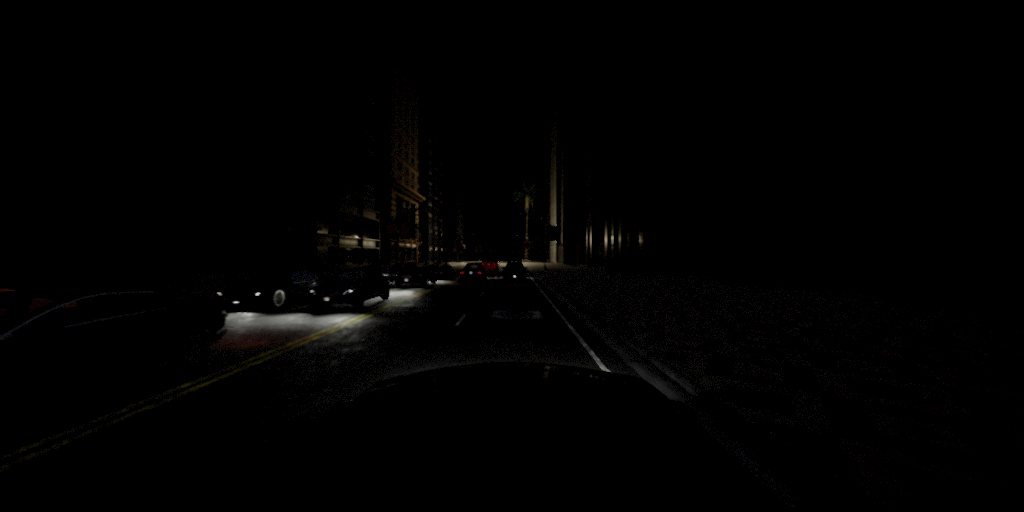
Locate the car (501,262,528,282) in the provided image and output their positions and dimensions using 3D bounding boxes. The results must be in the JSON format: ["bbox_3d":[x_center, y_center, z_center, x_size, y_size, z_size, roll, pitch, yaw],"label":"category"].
[{"bbox_3d":[0.210,1.256,28.947,1.837,1.490,4.892,0,0,0],"label":"car"}]

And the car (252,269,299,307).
[{"bbox_3d":[-9.790,1.264,15.413,2.033,1.411,5.357,0,0,1],"label":"car"}]

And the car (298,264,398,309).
[{"bbox_3d":[-6.542,1.253,15.008,1.812,1.442,4.674,0,0,0],"label":"car"}]

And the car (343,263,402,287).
[{"bbox_3d":[-9.708,1.264,25.529,2.033,1.411,5.357,0,0,1],"label":"car"}]

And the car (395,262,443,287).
[{"bbox_3d":[-6.468,1.220,24.510,2.128,1.511,4.902,0,0,1],"label":"car"}]

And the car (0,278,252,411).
[{"bbox_3d":[-6.592,1.219,5.081,2.128,1.511,4.902,0,0,0],"label":"car"}]

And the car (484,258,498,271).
[{"bbox_3d":[-2.958,1.091,47.950,2.097,1.767,4.553,0,0,0],"label":"car"}]

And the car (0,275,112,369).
[{"bbox_3d":[-9.840,1.194,5.468,1.882,1.535,5.008,0,0,0],"label":"car"}]

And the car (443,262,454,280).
[{"bbox_3d":[-6.378,1.274,31.814,2.033,1.411,5.357,0,0,0],"label":"car"}]

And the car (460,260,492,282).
[{"bbox_3d":[-3.035,1.287,28.928,2.033,1.411,5.357,0,0,0],"label":"car"}]
